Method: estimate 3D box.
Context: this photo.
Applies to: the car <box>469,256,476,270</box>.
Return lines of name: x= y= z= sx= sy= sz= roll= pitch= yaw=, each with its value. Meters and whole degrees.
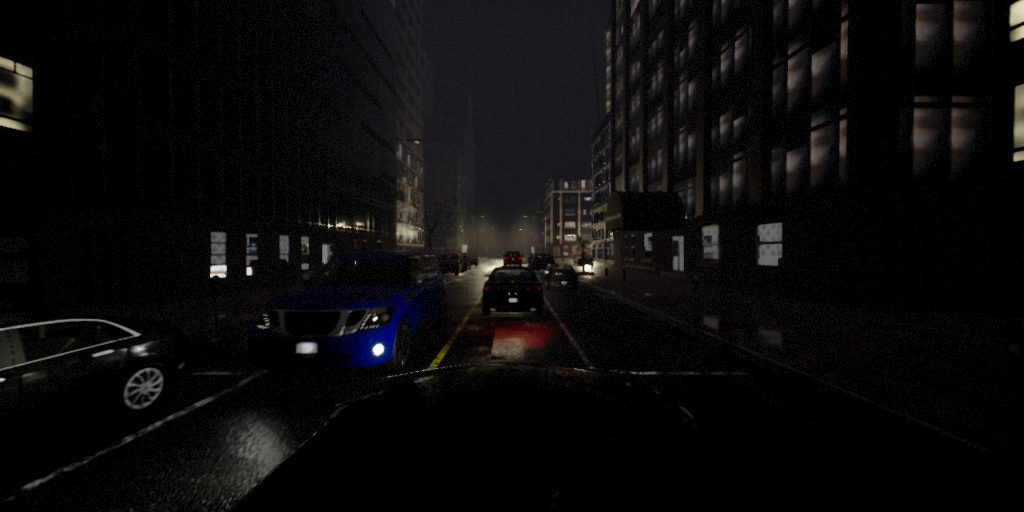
car: x=-5.310 y=0.594 z=36.504 sx=2.192 sy=1.841 sz=5.009 roll=0 pitch=0 yaw=0

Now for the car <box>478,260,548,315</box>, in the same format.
car: x=0.021 y=1.077 z=12.762 sx=1.882 sy=1.535 sz=5.008 roll=0 pitch=1 yaw=0

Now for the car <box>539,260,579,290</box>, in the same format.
car: x=2.568 y=1.054 z=19.829 sx=2.007 sy=1.370 sz=4.403 roll=0 pitch=0 yaw=0

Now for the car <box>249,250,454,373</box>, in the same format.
car: x=-2.849 y=0.889 z=7.738 sx=2.150 sy=2.045 sz=5.566 roll=0 pitch=1 yaw=0

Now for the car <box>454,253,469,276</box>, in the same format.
car: x=-5.311 y=0.668 z=30.946 sx=2.192 sy=1.841 sz=5.009 roll=0 pitch=0 yaw=0

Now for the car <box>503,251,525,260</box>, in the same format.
car: x=0.105 y=0.419 z=42.513 sx=2.150 sy=2.045 sz=5.566 roll=0 pitch=1 yaw=0

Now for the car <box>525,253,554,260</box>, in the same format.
car: x=2.569 y=0.668 z=30.945 sx=2.192 sy=1.841 sz=5.009 roll=0 pitch=0 yaw=0

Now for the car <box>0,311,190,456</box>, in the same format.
car: x=-5.315 y=1.281 z=3.155 sx=2.007 sy=1.370 sz=4.403 roll=0 pitch=0 yaw=0

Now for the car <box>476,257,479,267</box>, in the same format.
car: x=-5.309 y=0.712 z=47.620 sx=1.802 sy=1.307 sz=4.207 roll=0 pitch=0 yaw=0
